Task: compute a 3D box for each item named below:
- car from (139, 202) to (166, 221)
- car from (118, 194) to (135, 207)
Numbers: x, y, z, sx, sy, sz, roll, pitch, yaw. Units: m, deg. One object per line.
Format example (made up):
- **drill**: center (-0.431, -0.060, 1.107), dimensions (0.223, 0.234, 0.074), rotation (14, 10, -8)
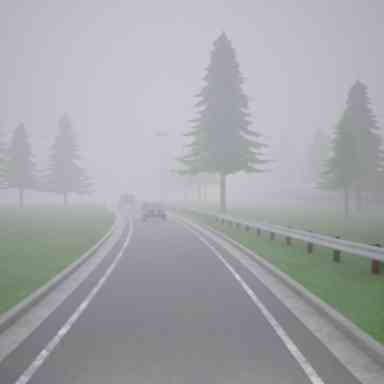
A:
- **car**: center (-3.325, 1.559, 27.767), dimensions (2.033, 1.411, 5.357), rotation (0, 0, -13)
- **car**: center (-9.961, 1.259, 50.783), dimensions (2.150, 2.045, 5.566), rotation (0, 0, -17)
